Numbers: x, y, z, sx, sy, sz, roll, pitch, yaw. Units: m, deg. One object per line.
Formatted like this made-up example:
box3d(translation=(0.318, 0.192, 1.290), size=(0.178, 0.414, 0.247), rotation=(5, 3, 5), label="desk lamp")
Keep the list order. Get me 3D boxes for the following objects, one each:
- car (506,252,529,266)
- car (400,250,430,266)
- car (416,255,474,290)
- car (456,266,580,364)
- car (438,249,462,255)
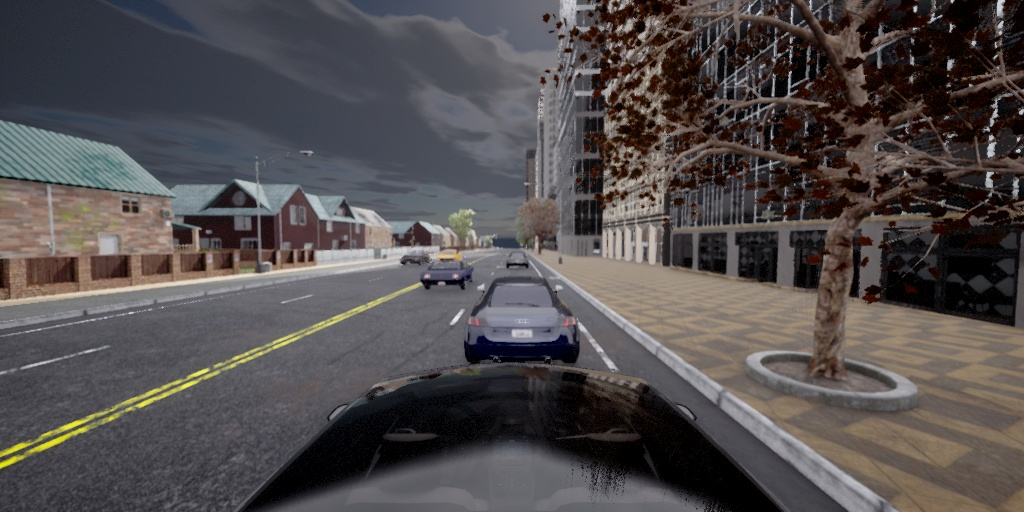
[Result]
box3d(translation=(0.478, 0.299, 31.685), size=(1.994, 1.385, 4.181), rotation=(0, 2, 1), label="car")
box3d(translation=(-9.420, 0.156, 35.438), size=(2.033, 1.411, 5.357), rotation=(0, 2, 1), label="car")
box3d(translation=(-2.954, 0.810, 17.417), size=(1.895, 1.301, 4.718), rotation=(0, 2, 1), label="car")
box3d(translation=(0.174, 1.109, 7.604), size=(1.994, 1.385, 4.181), rotation=(0, 2, 0), label="car")
box3d(translation=(-6.162, 0.085, 35.528), size=(1.882, 1.535, 5.008), rotation=(0, 2, 1), label="car")
